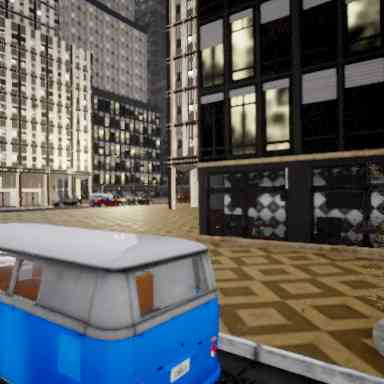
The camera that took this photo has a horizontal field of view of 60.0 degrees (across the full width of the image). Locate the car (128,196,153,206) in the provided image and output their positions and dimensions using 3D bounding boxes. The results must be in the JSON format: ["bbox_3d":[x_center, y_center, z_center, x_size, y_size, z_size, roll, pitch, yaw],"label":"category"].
[{"bbox_3d":[-7.282,1.239,45.984,2.008,1.369,4.403,0,0,36],"label":"car"}]

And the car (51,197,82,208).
[{"bbox_3d":[-17.398,1.415,46.358,1.947,1.339,4.313,0,0,36],"label":"car"}]

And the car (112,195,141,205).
[{"bbox_3d":[-10.829,1.290,55.319,1.752,1.417,4.829,0,0,36],"label":"car"}]

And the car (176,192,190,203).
[{"bbox_3d":[-0.618,0.917,55.078,2.192,1.841,5.009,0,0,36],"label":"car"}]

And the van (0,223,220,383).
[{"bbox_3d":[-1.608,1.343,4.039,3.998,1.788,1.690,0,-1,36],"label":"van"}]

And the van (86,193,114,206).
[{"bbox_3d":[-14.065,1.147,50.907,1.690,1.788,3.998,0,0,36],"label":"van"}]

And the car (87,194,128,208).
[{"bbox_3d":[-10.615,1.276,41.438,1.887,1.381,4.507,0,0,36],"label":"car"}]
